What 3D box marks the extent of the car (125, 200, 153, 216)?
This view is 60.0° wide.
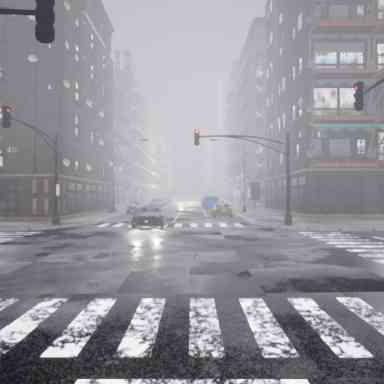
[{"bbox_3d":[-5.421,1.563,32.897,2.008,1.369,4.403,1,0,0],"label":"car"}]

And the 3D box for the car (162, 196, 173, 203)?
[{"bbox_3d":[-5.276,1.608,72.501,2.008,1.369,4.403,1,0,0],"label":"car"}]

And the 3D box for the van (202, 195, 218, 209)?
[{"bbox_3d":[2.628,1.363,44.272,1.690,1.788,3.998,1,0,0],"label":"van"}]

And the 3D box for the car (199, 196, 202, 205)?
[{"bbox_3d":[2.598,1.343,49.925,2.192,1.841,5.009,1,0,0],"label":"car"}]

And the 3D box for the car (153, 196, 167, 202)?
[{"bbox_3d":[-5.285,1.610,49.870,1.802,1.307,4.206,1,0,0],"label":"car"}]

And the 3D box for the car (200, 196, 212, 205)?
[{"bbox_3d":[2.601,1.481,61.238,1.967,1.590,4.097,1,0,0],"label":"car"}]

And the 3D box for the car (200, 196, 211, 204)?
[{"bbox_3d":[2.602,1.600,66.894,2.008,1.369,4.403,1,0,0],"label":"car"}]

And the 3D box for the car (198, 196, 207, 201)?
[{"bbox_3d":[2.609,1.621,83.862,1.887,1.381,4.507,1,0,0],"label":"car"}]

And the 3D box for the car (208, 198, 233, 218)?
[{"bbox_3d":[2.717,1.535,30.438,1.752,1.417,4.829,1,0,0],"label":"car"}]

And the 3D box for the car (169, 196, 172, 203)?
[{"bbox_3d":[-5.281,1.623,61.186,1.802,1.307,4.206,1,0,0],"label":"car"}]

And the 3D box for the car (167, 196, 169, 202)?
[{"bbox_3d":[-5.283,1.560,55.358,1.752,1.417,4.829,1,0,0],"label":"car"}]

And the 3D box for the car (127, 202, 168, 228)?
[{"bbox_3d":[-2.740,1.573,21.919,1.994,1.385,4.181,0,0,0],"label":"car"}]
